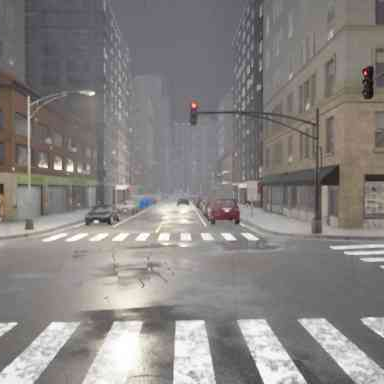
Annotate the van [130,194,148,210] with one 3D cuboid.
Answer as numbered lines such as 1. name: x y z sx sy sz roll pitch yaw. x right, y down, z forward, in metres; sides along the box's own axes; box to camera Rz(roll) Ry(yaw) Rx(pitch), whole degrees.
1. van: -6.768 1.327 40.609 1.690 1.788 3.998 -1 0 -2

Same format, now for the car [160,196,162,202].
1. car: -7.382 1.409 62.944 1.967 1.590 4.097 -1 0 -2

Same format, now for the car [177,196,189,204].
1. car: -1.727 1.516 63.855 2.033 1.411 5.357 0 0 -2

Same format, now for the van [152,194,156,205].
1. van: -7.076 1.320 51.777 1.690 1.788 3.998 -1 0 -2

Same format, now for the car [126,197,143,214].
1. car: -6.608 1.515 34.856 1.752 1.417 4.829 -1 0 -2

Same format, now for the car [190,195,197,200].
1. car: 0.389 1.489 91.098 2.008 1.369 4.403 -1 0 -2

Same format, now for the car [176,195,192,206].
1. car: -1.440 1.483 53.438 1.837 1.490 4.892 0 0 -2

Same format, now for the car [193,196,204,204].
1. car: 1.151 1.535 63.179 1.947 1.339 4.313 -1 0 -2

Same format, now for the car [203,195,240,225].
1. car: 2.215 1.309 24.092 2.192 1.841 5.009 -1 0 -2

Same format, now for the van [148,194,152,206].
1. van: -6.922 1.324 46.193 1.690 1.788 3.998 -1 0 -2

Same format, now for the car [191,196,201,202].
1. car: 0.846 1.509 74.347 2.008 1.369 4.403 -1 0 -2

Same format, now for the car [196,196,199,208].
1. car: 1.756 1.512 41.014 1.752 1.417 4.829 -1 0 -2

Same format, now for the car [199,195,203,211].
1. car: 2.063 1.307 29.676 2.192 1.841 5.009 -1 0 -2

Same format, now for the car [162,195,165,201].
1. car: -7.689 1.398 74.111 1.967 1.590 4.097 -1 0 -2

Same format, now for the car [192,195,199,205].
1. car: 1.605 1.298 46.427 2.192 1.841 5.009 -1 0 -2

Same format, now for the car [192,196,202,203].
1. car: 0.999 1.530 68.763 1.947 1.339 4.313 -1 0 -2

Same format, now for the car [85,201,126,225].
1. car: -6.305 1.559 23.858 1.947 1.339 4.313 -1 0 -2

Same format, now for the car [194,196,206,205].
1. car: 1.298 1.500 57.765 1.752 1.417 4.829 -1 0 -2

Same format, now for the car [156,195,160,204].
1. car: -7.230 1.289 57.361 2.192 1.841 5.009 -1 0 -2
